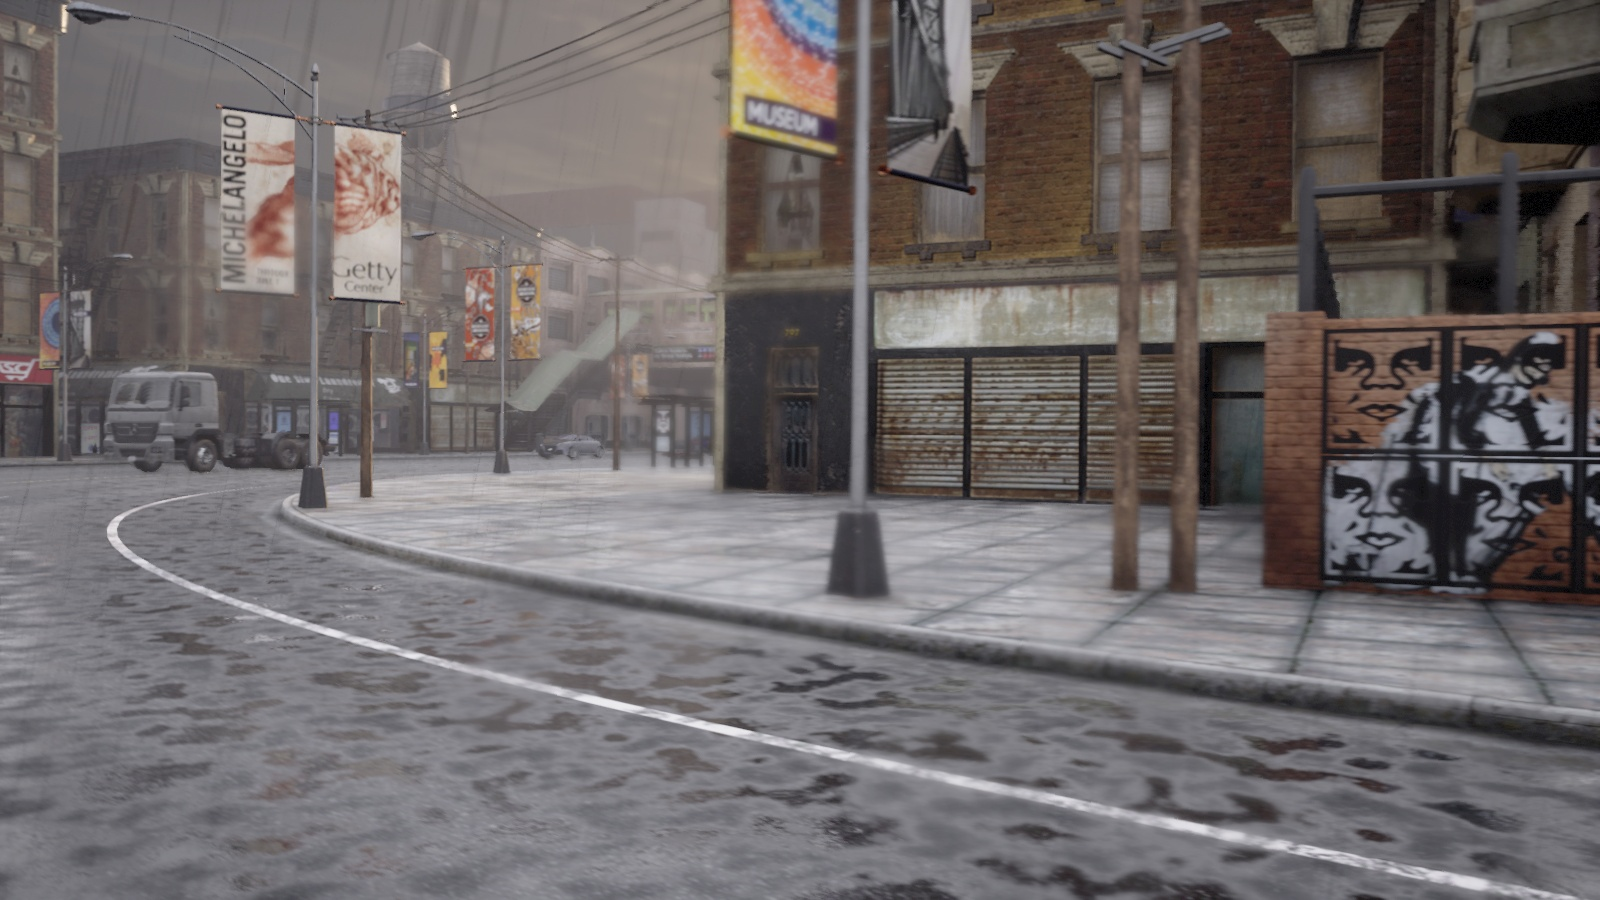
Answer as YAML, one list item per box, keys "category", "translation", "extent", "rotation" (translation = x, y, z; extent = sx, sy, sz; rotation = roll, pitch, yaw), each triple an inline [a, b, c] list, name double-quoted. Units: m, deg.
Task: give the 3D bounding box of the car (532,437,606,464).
- category: "car"
  translation: [-12.832, 0.007, 69.879]
  extent: [1.994, 1.385, 4.181]
  rotation: [0, 1, 24]

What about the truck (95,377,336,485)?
- category: "truck"
  translation: [-20.380, -0.648, 44.453]
  extent: [2.891, 3.462, 7.936]
  rotation: [0, 1, 21]
